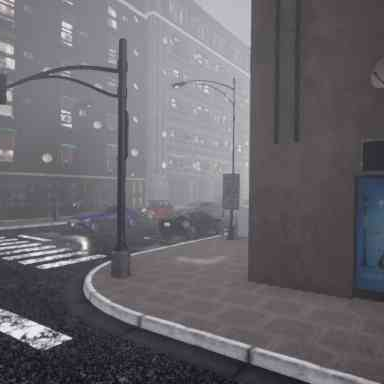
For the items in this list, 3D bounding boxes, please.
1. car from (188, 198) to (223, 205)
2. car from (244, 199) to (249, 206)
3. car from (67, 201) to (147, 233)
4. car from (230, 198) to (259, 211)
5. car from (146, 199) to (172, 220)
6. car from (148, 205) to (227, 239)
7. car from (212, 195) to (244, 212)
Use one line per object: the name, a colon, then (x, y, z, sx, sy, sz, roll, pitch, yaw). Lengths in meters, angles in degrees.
car: (0.570, 1.477, 27.898, 1.812, 1.442, 4.674, 1, 1, 35)
car: (7.911, 1.461, 38.340, 1.812, 1.442, 4.674, 1, 1, 35)
car: (-5.090, 1.488, 19.822, 1.812, 1.442, 4.674, 1, 1, 35)
car: (6.399, 1.483, 40.495, 1.802, 1.307, 4.206, 1, 1, 35)
car: (-3.230, 1.362, 26.772, 1.967, 1.590, 4.097, 1, 1, 35)
car: (0.008, 1.599, 17.673, 1.947, 1.339, 4.313, 1, 1, 35)
car: (3.192, 1.223, 35.919, 2.192, 1.841, 5.009, 1, 1, 35)
